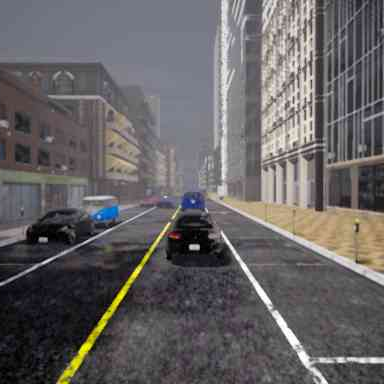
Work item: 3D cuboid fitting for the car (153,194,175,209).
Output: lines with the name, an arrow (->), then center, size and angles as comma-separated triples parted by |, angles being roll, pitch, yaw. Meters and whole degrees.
car -> -3.084, 1.251, 39.247 | 1.895, 1.301, 4.718 | 0, 0, 0

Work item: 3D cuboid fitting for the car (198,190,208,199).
car -> 2.417, 0.570, 76.559 | 2.150, 2.045, 5.566 | 0, 0, 0

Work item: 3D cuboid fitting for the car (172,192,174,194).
car -> -5.665, 0.814, 88.320 | 1.947, 1.339, 4.313 | 0, 0, 0

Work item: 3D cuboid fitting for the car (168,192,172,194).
car -> -5.671, 0.871, 65.726 | 1.967, 1.590, 4.097 | 0, 0, 0

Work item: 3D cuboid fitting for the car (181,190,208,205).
car -> 0.104, 0.937, 31.789 | 2.150, 2.045, 5.566 | 0, 1, 0

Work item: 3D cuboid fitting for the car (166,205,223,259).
car -> 0.088, 1.417, 12.010 | 1.812, 1.442, 4.674 | 0, 1, 0

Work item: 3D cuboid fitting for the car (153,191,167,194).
car -> -5.675, 0.840, 54.428 | 2.192, 1.841, 5.009 | 0, 0, 0

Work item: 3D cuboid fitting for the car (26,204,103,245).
car -> -5.686, 1.432, 14.892 | 1.947, 1.339, 4.313 | 0, 1, 0

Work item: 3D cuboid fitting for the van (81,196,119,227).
van -> -5.684, 1.157, 20.538 | 1.690, 1.788, 3.998 | 0, 1, 0

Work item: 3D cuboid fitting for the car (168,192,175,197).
car -> -5.663, 0.731, 93.799 | 1.752, 1.417, 4.829 | 0, 0, 0

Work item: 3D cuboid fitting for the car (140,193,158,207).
car -> -5.678, 1.200, 43.133 | 1.802, 1.307, 4.206 | 0, 0, 0

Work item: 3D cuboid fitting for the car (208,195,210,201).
car -> 2.710, 0.955, 65.894 | 1.752, 1.417, 4.829 | 0, 0, 0
